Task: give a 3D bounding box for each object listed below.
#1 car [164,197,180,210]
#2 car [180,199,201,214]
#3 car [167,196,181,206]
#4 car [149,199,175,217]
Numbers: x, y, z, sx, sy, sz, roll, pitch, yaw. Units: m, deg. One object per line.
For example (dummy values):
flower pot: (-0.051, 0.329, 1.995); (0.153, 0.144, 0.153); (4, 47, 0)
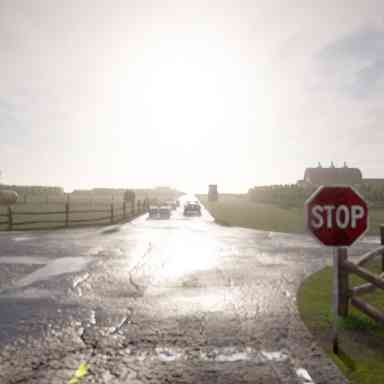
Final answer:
car: (-2.913, 1.517, 42.228); (1.837, 1.490, 4.892); (0, -1, 0)
car: (0.041, 1.555, 36.073); (2.033, 1.411, 5.357); (0, 0, 0)
car: (-2.918, 1.506, 55.100); (2.128, 1.511, 4.902); (0, 0, 0)
car: (-2.894, 1.606, 31.038); (1.895, 1.301, 4.718); (0, 0, 0)
